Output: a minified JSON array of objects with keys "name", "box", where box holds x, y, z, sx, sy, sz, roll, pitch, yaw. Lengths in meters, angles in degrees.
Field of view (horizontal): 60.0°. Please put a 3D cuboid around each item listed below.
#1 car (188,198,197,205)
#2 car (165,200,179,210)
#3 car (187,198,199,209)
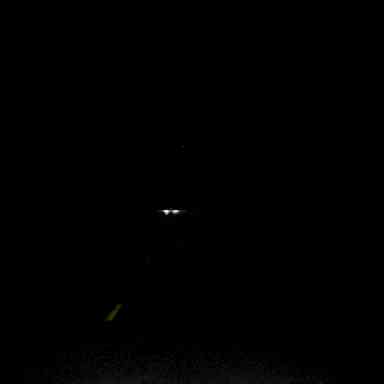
[{"name":"car","box":[0.087,1.988,71.673,1.837,1.490,4.892,0,0,0]},{"name":"car","box":[-2.956,1.904,49.374,2.033,1.411,5.357,0,0,0]},{"name":"car","box":[0.165,1.861,53.738,1.882,1.535,5.008,0,-1,0]}]
